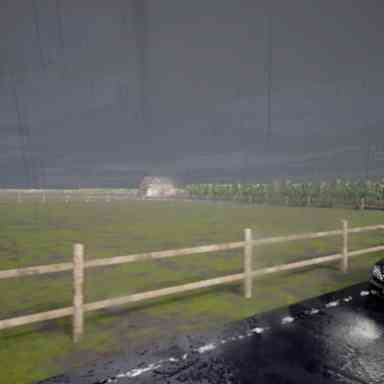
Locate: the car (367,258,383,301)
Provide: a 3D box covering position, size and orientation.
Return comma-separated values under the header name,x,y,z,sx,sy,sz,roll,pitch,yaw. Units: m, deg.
name,x,y,z,sx,sy,sz,roll,pitch,yaw
car,5.648,1.518,7.109,4.674,1.442,1.812,0,0,-35
